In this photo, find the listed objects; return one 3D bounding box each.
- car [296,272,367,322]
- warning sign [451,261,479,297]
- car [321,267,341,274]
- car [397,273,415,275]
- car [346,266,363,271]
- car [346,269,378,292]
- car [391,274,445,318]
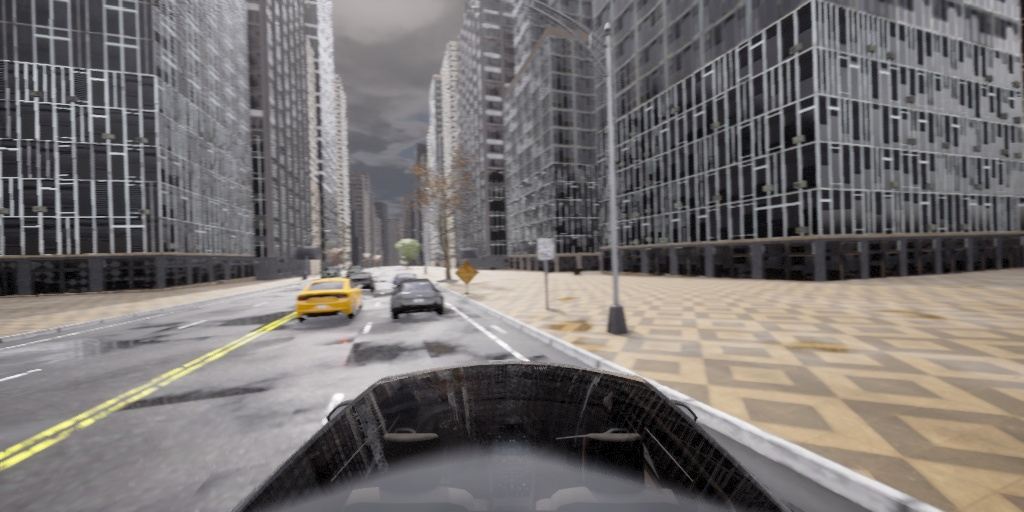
[{"bbox_3d":[-7.379,1.667,14.864,1.882,1.535,5.008,-2,0,-18],"label":"car"},{"bbox_3d":[-2.394,1.175,19.125,1.300,1.860,1.060,0,0,-18],"label":"warning sign"},{"bbox_3d":[-27.021,2.630,53.741,2.150,2.045,5.566,-2,-1,-18],"label":"car"},{"bbox_3d":[-8.399,2.000,28.417,1.895,1.301,4.718,-2,-1,-18],"label":"car"},{"bbox_3d":[-23.943,2.529,54.765,2.150,2.045,5.566,-2,-1,-18],"label":"car"},{"bbox_3d":[-11.697,2.022,28.067,1.837,1.490,4.892,-2,0,-18],"label":"car"},{"bbox_3d":[-3.986,1.630,14.919,1.994,1.385,4.181,-2,-1,-18],"label":"car"}]
